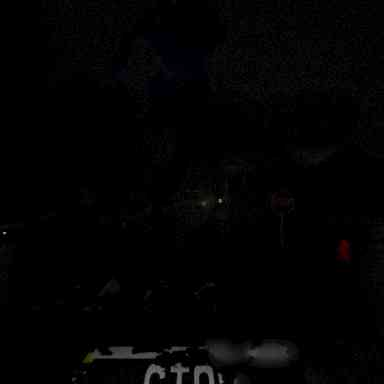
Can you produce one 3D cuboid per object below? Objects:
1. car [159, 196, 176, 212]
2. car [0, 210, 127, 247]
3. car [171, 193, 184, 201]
[{"bbox_3d":[-2.795,1.570,38.985,2.033,1.411,5.357,0,0,0],"label":"car"},{"bbox_3d":[-5.635,1.509,14.941,5.357,1.411,2.033,0,1,-37],"label":"car"},{"bbox_3d":[-2.825,1.130,65.166,2.150,2.045,5.566,0,0,0],"label":"car"}]
